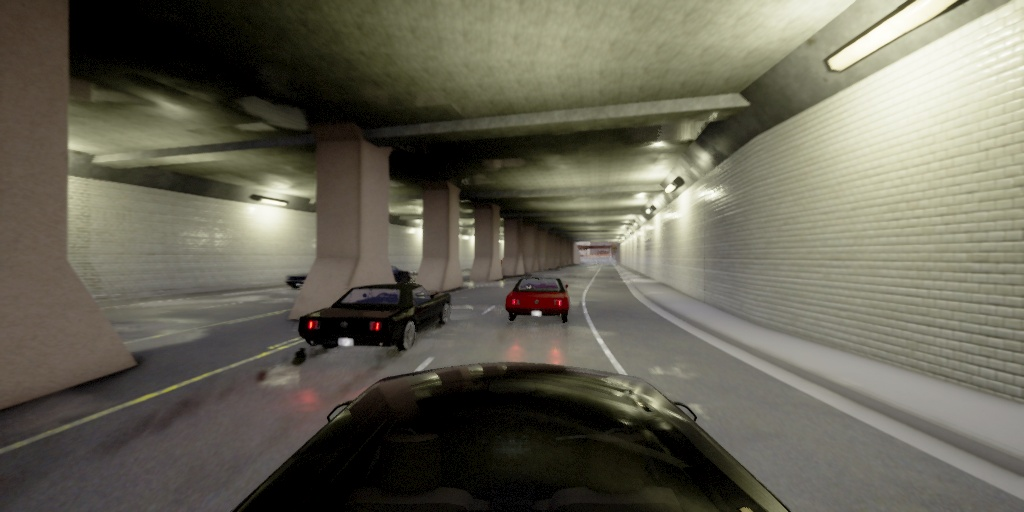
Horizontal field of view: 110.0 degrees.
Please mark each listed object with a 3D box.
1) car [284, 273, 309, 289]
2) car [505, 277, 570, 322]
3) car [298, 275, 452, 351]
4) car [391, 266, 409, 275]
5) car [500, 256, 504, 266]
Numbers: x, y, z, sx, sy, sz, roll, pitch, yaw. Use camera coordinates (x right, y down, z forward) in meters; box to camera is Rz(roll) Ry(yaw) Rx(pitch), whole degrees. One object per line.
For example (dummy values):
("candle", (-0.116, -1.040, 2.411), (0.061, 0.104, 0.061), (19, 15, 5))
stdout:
("car", (-11.572, 1.297, 22.335), (1.895, 1.301, 4.718), (0, 0, 12))
("car", (1.012, 1.362, 12.462), (1.895, 1.301, 4.718), (0, 0, 8))
("car", (-2.930, 1.338, 8.968), (1.895, 1.301, 4.718), (0, 0, 5))
("car", (-8.128, 1.262, 21.781), (2.033, 1.411, 5.357), (0, 0, 13))
("car", (-0.809, 1.001, 63.178), (2.150, 2.045, 5.566), (0, 0, 15))
